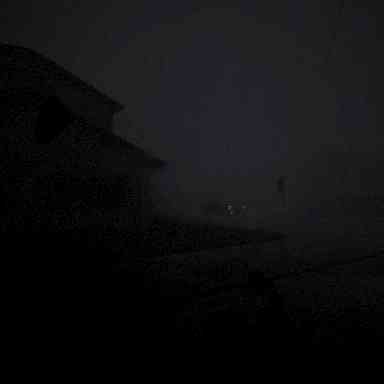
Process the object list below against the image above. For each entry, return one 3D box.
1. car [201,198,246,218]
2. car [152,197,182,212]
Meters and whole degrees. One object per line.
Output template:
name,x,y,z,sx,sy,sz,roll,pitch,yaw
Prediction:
car,2.796,1.345,30.208,2.097,1.767,4.553,0,0,-36
car,-3.047,1.345,38.484,2.097,1.767,4.553,0,0,-35
